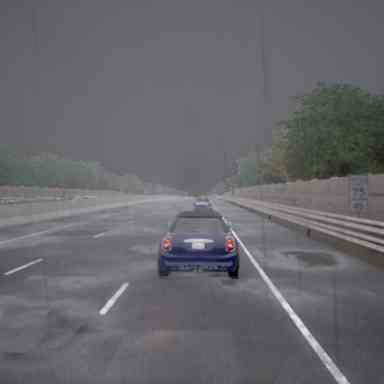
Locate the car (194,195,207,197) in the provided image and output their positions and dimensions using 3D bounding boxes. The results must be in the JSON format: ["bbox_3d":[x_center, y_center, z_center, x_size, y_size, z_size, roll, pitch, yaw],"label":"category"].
[{"bbox_3d":[1.903,1.306,59.372,2.097,1.767,4.553,0,0,2],"label":"car"}]

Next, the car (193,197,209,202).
[{"bbox_3d":[0.975,1.517,32.190,1.812,1.442,4.674,0,0,2],"label":"car"}]

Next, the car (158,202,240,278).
[{"bbox_3d":[0.231,1.348,10.334,2.097,1.767,4.553,0,0,2],"label":"car"}]

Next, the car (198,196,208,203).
[{"bbox_3d":[2.336,1.529,72.109,1.994,1.385,4.181,0,0,2],"label":"car"}]

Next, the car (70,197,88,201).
[{"bbox_3d":[-16.039,1.420,47.420,1.882,1.535,5.008,0,0,2],"label":"car"}]
